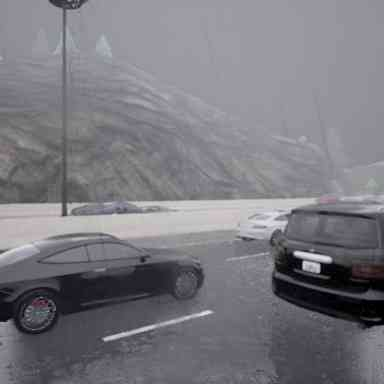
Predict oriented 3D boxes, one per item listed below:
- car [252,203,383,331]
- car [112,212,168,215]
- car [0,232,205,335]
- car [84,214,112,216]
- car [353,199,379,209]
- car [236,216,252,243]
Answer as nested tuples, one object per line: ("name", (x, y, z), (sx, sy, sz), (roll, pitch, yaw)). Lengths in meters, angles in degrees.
("car", (4.011, 1.235, 6.622), (5.566, 2.045, 2.150), (0, 0, -35))
("car", (-3.029, 1.646, 23.319), (4.181, 1.385, 1.994), (0, 0, -35))
("car", (-1.902, 1.553, 6.731), (4.674, 1.442, 1.812), (0, 0, -35))
("car", (-6.317, 1.697, 25.279), (4.718, 1.301, 1.895), (0, 0, -35))
("car", (25.970, 1.702, 49.551), (4.718, 1.301, 1.895), (0, 0, -41))
("car", (4.071, 1.566, 15.232), (4.674, 1.442, 1.812), (0, 0, -35))
